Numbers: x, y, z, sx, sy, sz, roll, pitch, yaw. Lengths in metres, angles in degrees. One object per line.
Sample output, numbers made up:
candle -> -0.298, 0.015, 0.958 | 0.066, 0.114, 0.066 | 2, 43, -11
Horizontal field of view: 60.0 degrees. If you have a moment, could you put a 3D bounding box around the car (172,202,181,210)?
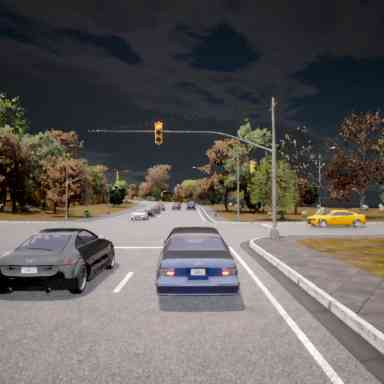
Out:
car -> -3.706, 3.485, 78.287 | 1.812, 1.442, 4.674 | 0, 0, 0

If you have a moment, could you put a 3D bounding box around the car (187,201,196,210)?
car -> -0.204, 3.310, 77.827 | 2.097, 1.767, 4.553 | 0, 0, 0

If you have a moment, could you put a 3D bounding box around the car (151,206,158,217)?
car -> -7.234, 3.470, 55.271 | 1.895, 1.301, 4.718 | 0, -1, 0

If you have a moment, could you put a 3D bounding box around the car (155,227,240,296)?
car -> 0.069, 1.647, 8.945 | 2.033, 1.411, 5.357 | 0, -1, -1

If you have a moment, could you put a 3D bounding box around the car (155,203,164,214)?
car -> -7.208, 3.535, 65.018 | 2.033, 1.411, 5.357 | 0, 0, 0

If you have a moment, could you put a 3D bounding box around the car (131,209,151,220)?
car -> -7.227, 3.145, 46.251 | 1.812, 1.442, 4.674 | 0, -2, 0

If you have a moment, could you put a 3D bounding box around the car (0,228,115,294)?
car -> -3.445, 1.665, 9.054 | 1.994, 1.385, 4.181 | 0, -1, 0

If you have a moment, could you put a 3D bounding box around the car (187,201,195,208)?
car -> -0.326, 3.243, 88.005 | 1.882, 1.535, 5.008 | 0, 0, -4

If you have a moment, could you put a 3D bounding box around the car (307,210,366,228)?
car -> 12.798, 2.367, 29.669 | 5.008, 1.535, 1.882 | 0, -3, -2

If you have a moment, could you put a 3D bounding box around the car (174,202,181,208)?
car -> -3.849, 3.428, 88.263 | 1.837, 1.490, 4.892 | 0, 0, -4
